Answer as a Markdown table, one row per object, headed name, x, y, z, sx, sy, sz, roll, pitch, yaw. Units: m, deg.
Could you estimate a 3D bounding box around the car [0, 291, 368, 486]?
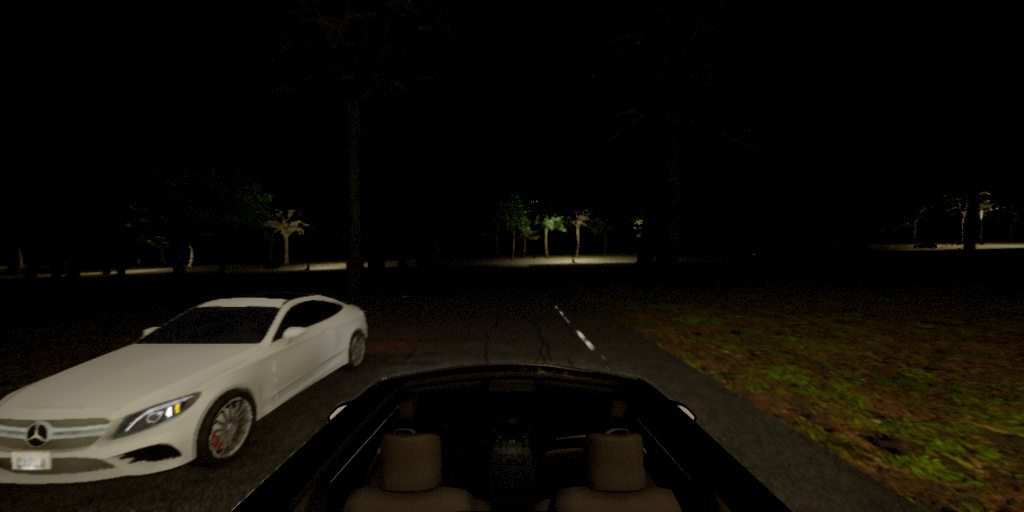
| name | x | y | z | sx | sy | sz | roll | pitch | yaw |
| --- | --- | --- | --- | --- | --- | --- | --- | --- | --- |
| car | -3.600 | 1.278 | 5.015 | 1.812 | 1.442 | 4.674 | 0 | 0 | 0 |
